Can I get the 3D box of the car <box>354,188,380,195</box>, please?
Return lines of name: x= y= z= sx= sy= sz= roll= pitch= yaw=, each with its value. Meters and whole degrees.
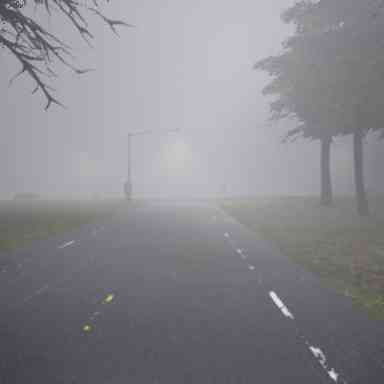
car: x=36.845 y=-0.029 z=70.080 sx=4.902 sy=1.511 sz=2.128 roll=-1 pitch=-2 yaw=-1

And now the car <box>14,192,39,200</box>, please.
car: x=-31.092 y=0.765 z=62.617 sx=4.181 sy=1.385 sz=1.994 roll=-1 pitch=-2 yaw=1
